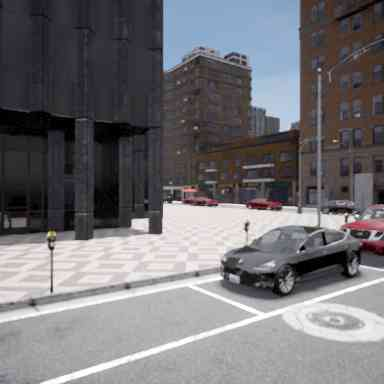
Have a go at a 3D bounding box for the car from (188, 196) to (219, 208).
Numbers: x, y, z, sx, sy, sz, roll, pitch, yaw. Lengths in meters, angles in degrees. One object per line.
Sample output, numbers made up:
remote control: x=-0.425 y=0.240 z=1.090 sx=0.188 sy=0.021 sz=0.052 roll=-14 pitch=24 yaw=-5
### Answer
car: x=2.012 y=1.522 z=50.007 sx=1.882 sy=1.535 sz=5.008 roll=0 pitch=0 yaw=-34

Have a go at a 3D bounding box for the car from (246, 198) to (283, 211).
car: x=8.704 y=1.525 z=40.322 sx=1.882 sy=1.535 sz=5.008 roll=0 pitch=0 yaw=-35

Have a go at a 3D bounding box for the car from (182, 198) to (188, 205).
car: x=0.110 y=1.518 z=58.243 sx=1.882 sy=1.535 sz=5.008 roll=0 pitch=0 yaw=-35

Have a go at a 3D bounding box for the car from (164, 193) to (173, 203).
car: x=-5.904 y=1.233 z=66.853 sx=2.150 sy=2.045 sz=5.566 roll=0 pitch=0 yaw=-35

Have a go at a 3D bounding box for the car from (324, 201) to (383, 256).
car: x=7.313 y=1.352 z=12.005 sx=5.009 sy=1.841 sz=2.192 roll=0 pitch=0 yaw=-36

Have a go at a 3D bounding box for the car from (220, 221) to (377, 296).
car: x=2.726 y=1.587 z=8.722 sx=4.313 sy=1.339 sz=1.947 roll=0 pitch=0 yaw=-36

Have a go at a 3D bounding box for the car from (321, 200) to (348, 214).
car: x=14.558 y=1.538 z=31.852 sx=2.128 sy=1.511 sz=4.902 roll=0 pitch=0 yaw=-36
